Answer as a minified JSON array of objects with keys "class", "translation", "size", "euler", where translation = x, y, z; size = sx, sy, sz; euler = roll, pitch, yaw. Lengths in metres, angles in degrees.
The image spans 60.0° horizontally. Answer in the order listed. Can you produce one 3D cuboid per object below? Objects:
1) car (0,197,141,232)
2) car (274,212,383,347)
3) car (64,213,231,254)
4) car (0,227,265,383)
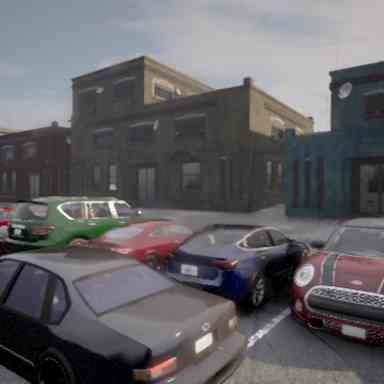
[{"class":"car","translation":[-3.184,1.184,11.260],"size":[2.435,2.045,5.566],"euler":[0,0,35]},{"class":"car","translation":[3.552,1.351,6.459],"size":[2.185,1.767,4.553],"euler":[0,0,35]},{"class":"car","translation":[-0.958,1.488,9.634],"size":[2.002,1.452,4.674],"euler":[0,0,35]},{"class":"car","translation":[-1.924,1.526,4.750],"size":[5.357,1.411,2.033],"euler":[0,0,36]}]
